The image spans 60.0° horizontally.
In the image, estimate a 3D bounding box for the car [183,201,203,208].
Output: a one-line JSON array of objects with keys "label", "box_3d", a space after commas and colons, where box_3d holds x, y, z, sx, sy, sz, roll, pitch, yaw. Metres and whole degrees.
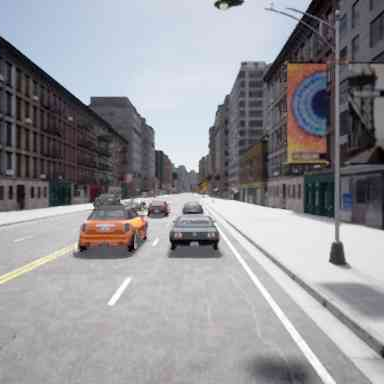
[{"label": "car", "box_3d": [0.090, 1.577, 31.603, 1.994, 1.385, 4.181, 0, 0, 0]}]

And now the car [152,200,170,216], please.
[{"label": "car", "box_3d": [-3.159, 1.539, 32.056, 1.812, 1.442, 4.674, 0, 0, 0]}]

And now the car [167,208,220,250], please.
[{"label": "car", "box_3d": [0.097, 1.603, 14.335, 1.895, 1.301, 4.718, 0, 0, 0]}]

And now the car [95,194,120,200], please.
[{"label": "car", "box_3d": [-9.856, 1.239, 38.930, 2.150, 2.045, 5.566, 0, 0, 0]}]

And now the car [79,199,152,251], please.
[{"label": "car", "box_3d": [-3.155, 1.354, 14.208, 2.097, 1.767, 4.553, 0, 0, 0]}]
